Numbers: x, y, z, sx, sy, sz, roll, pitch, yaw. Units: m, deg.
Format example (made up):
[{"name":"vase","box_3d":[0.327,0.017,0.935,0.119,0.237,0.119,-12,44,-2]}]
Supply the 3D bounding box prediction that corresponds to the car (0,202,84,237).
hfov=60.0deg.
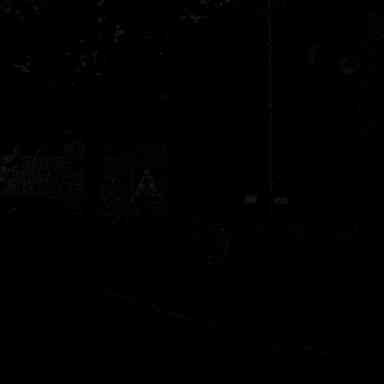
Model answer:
[{"name":"car","box_3d":[-7.597,1.457,17.181,4.892,1.521,2.231,1,0,-42]}]

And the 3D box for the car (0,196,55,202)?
[{"name":"car","box_3d":[-9.416,1.310,19.249,4.553,1.767,2.185,1,0,-42]}]

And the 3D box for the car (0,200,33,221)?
[{"name":"car","box_3d":[-14.979,1.392,25.316,4.792,1.488,2.163,1,0,-41]}]

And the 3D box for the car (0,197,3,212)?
[{"name":"car","box_3d":[-21.944,1.280,33.557,4.674,1.452,2.002,1,0,-39]}]

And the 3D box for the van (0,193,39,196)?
[{"name":"van","box_3d":[-11.373,1.185,21.195,4.442,1.987,1.878,1,0,-42]}]
